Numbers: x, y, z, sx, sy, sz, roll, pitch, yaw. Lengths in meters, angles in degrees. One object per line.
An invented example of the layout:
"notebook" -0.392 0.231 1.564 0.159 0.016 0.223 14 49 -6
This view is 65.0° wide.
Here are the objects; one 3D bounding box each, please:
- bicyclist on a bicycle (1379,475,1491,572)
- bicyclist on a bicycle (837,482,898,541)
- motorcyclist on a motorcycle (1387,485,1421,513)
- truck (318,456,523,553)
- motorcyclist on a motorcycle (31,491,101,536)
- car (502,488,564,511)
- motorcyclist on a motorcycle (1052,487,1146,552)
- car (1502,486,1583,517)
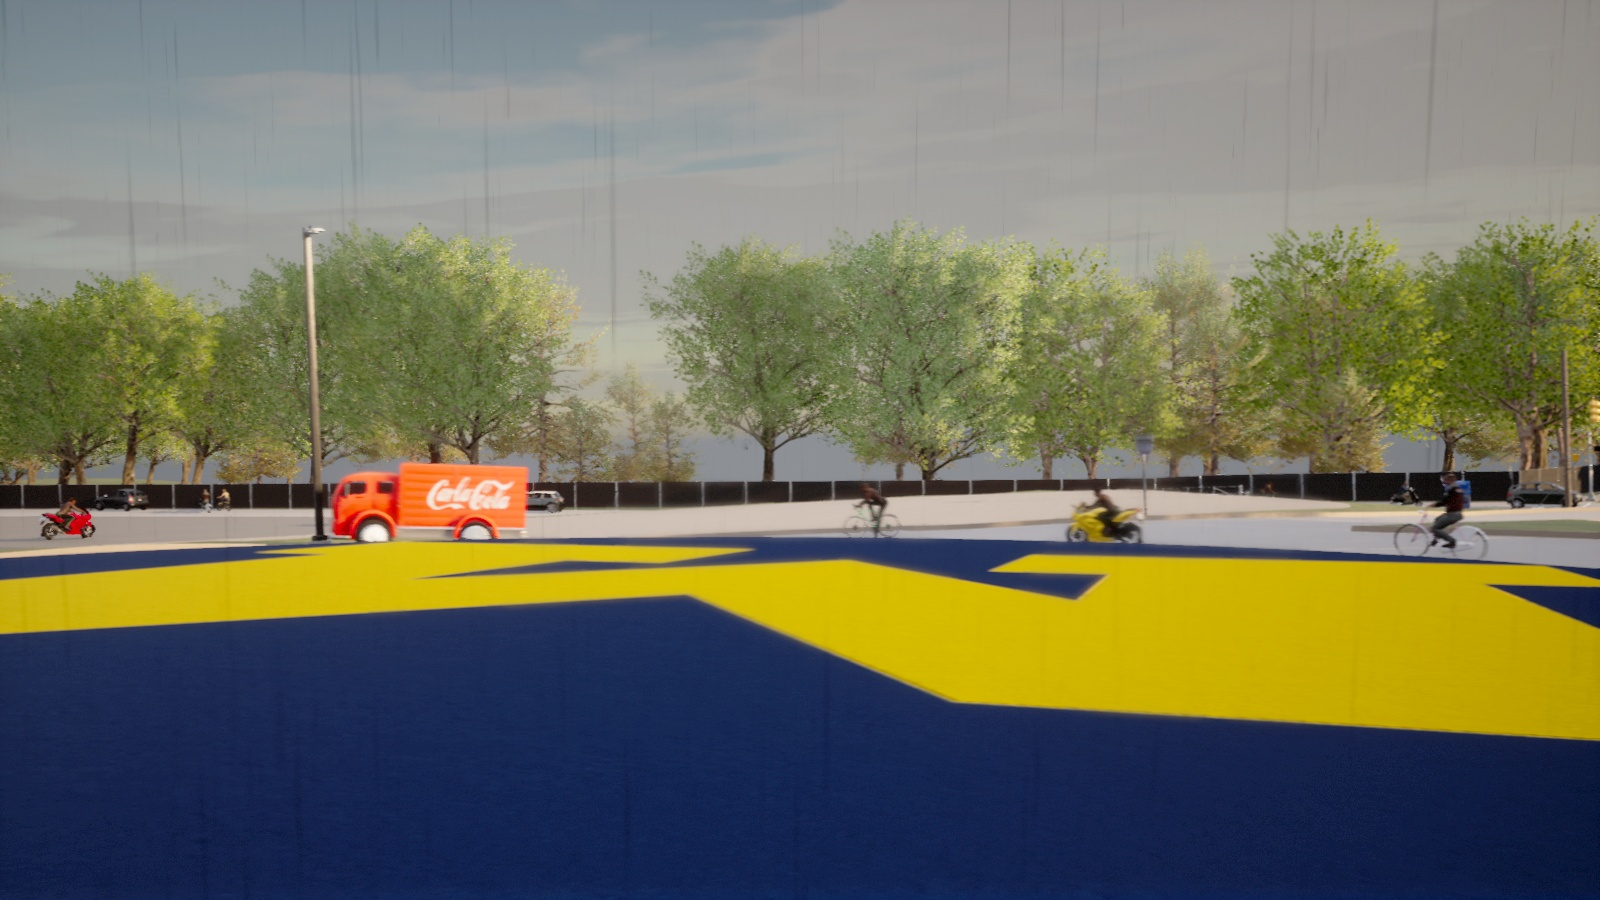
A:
"bicyclist on a bicycle" 12.643 1.436 25.062 0.659 1.776 1.843 2 0 -36
"bicyclist on a bicycle" 1.966 1.782 36.556 1.656 1.620 0.582 -2 1 -3
"motorcyclist on a motorcycle" 35.799 2.909 74.414 1.817 1.590 0.866 -1 1 26
"truck" -10.511 1.534 34.998 5.204 2.467 2.627 2 -2 -17
"motorcyclist on a motorcycle" -26.002 2.231 44.535 0.797 1.523 2.044 -1 -2 25
"car" -18.548 3.435 87.462 3.806 1.475 1.970 0 1 6
"motorcyclist on a motorcycle" 7.201 1.678 30.300 2.044 1.523 0.797 -3 -3 39
"car" 41.815 2.865 70.720 3.705 1.549 1.789 -1 1 37
